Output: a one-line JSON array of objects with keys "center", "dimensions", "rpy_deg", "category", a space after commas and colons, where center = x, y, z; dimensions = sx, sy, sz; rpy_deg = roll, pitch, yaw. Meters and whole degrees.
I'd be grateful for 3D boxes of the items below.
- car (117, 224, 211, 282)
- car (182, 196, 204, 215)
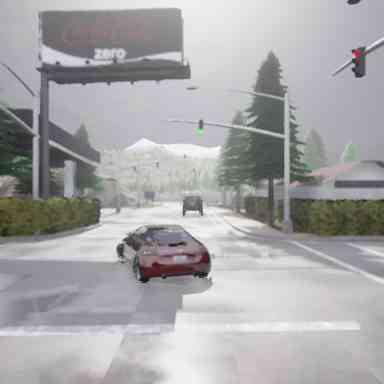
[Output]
[{"center": [-1.008, 1.676, 10.235], "dimensions": [1.994, 1.385, 4.181], "rpy_deg": [1, -1, -20], "category": "car"}, {"center": [0.096, 1.400, 36.262], "dimensions": [2.150, 2.045, 5.566], "rpy_deg": [0, 0, 1], "category": "car"}]
